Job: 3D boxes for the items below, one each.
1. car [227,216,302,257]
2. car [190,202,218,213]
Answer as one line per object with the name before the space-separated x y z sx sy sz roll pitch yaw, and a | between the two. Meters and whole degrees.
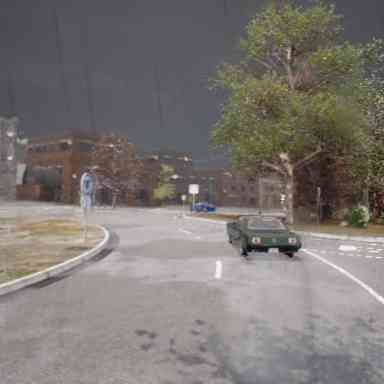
car | 2.557 1.604 13.025 1.895 1.301 4.718 1 0 -3
car | 1.749 2.203 46.011 1.882 1.535 5.008 1 -4 35
